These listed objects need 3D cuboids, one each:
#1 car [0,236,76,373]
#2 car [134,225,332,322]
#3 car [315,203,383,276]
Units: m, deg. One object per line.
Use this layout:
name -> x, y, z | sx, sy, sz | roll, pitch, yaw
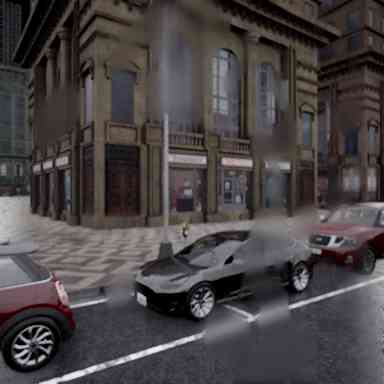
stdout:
car -> -3.697, 1.442, 4.013 | 4.097, 1.590, 1.967 | 0, 0, -35
car -> 0.872, 1.552, 7.255 | 4.313, 1.339, 1.947 | 0, 0, -35
car -> 5.440, 1.286, 10.496 | 5.009, 1.841, 2.192 | 0, 0, -35
